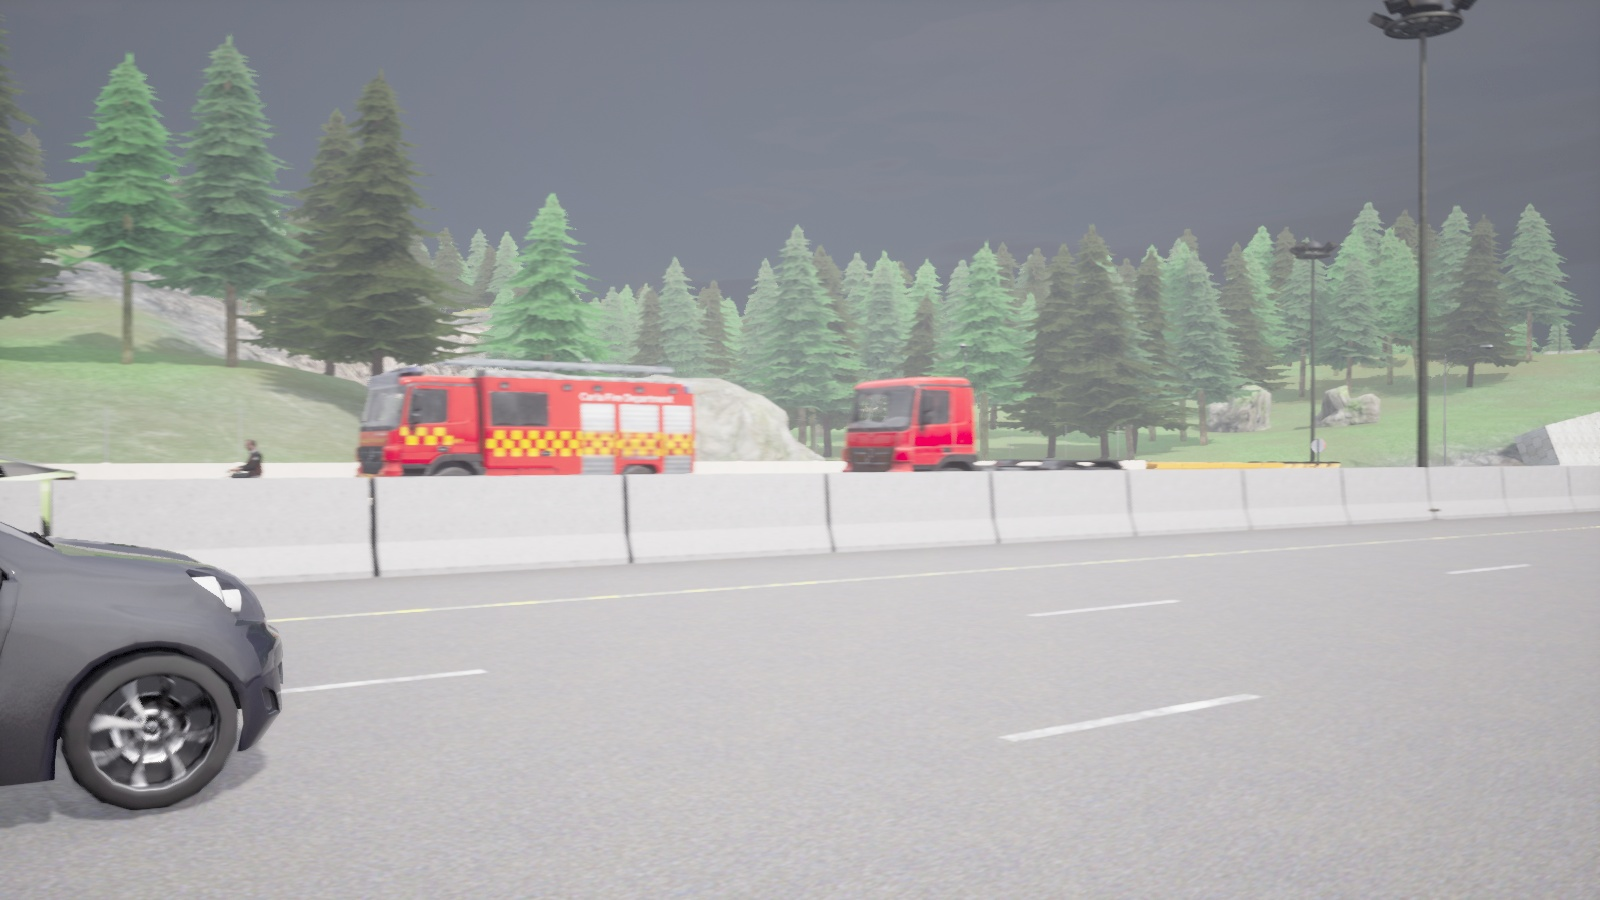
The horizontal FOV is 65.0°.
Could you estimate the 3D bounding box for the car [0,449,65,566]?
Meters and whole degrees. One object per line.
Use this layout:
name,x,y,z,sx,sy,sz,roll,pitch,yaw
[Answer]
car,-12.304,0.758,16.417,4.514,1.525,2.007,0,0,-35

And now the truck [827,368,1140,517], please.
truck,4.855,-0.174,32.603,7.936,3.462,2.891,0,0,-30

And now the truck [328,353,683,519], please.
truck,-7.470,-0.328,32.579,8.468,3.827,2.891,0,0,-35

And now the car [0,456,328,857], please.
car,-4.046,0.780,5.107,3.633,1.501,1.845,0,0,-35
